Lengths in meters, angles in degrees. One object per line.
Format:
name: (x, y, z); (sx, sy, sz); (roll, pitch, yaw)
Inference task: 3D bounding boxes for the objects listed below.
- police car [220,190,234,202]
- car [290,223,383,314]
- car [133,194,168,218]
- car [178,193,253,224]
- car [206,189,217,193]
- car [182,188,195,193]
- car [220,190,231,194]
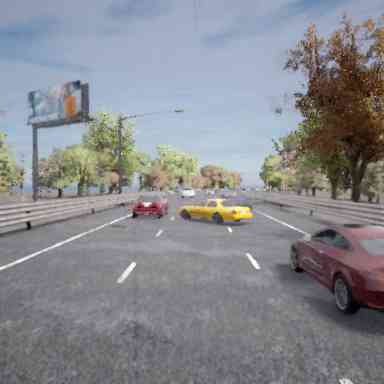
police car: (5.242, 0.578, 50.738); (1.930, 1.638, 5.238); (0, 1, 4)
car: (3.542, 1.402, 7.163); (1.812, 1.442, 4.674); (0, 1, 1)
car: (-2.980, 0.922, 24.752); (2.097, 1.767, 4.553); (0, 1, 2)
car: (1.260, 1.091, 21.151); (1.801, 1.575, 5.366); (-1, 1, -42)
car: (4.662, 0.229, 83.862); (1.895, 1.301, 4.718); (0, 1, 7)
car: (-0.688, 0.150, 64.564); (2.150, 2.045, 5.566); (0, 1, 5)
car: (4.585, 0.832, 39.803); (2.163, 1.488, 4.792); (0, 1, 3)
